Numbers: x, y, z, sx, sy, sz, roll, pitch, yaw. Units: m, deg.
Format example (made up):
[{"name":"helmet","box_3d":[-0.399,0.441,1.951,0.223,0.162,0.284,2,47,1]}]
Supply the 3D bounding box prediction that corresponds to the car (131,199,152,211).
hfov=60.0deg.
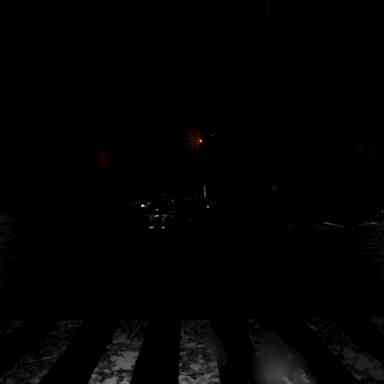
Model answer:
[{"name":"car","box_3d":[-6.229,1.557,41.322,2.008,1.369,4.403,0,0,-1]}]

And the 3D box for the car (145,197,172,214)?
[{"name":"car","box_3d":[-3.473,1.568,34.735,1.994,1.385,4.181,0,0,-2]}]

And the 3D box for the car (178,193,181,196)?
[{"name":"car","box_3d":[-3.859,1.512,66.966,2.128,1.511,4.902,0,0,0]}]

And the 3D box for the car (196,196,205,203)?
[{"name":"car","box_3d":[1.833,1.589,73.231,1.947,1.339,4.313,0,0,-1]}]

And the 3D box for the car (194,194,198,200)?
[{"name":"car","box_3d":[1.987,1.567,62.654,2.008,1.369,4.403,0,0,-1]}]

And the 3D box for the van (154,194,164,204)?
[{"name":"van","box_3d":[-6.599,1.360,66.717,1.690,1.788,3.998,0,0,-1]}]

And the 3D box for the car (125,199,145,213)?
[{"name":"car","box_3d":[-6.156,1.556,36.330,2.008,1.369,4.403,0,0,-1]}]

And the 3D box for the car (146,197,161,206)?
[{"name":"car","box_3d":[-6.441,1.578,55.892,1.947,1.339,4.313,0,0,-1]}]

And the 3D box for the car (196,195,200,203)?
[{"name":"car","box_3d":[2.131,1.561,52.783,2.008,1.369,4.403,0,0,-1]}]

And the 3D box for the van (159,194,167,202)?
[{"name":"van","box_3d":[-6.757,1.368,77.543,1.690,1.788,3.998,0,0,-1]}]

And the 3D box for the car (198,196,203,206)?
[{"name":"car","box_3d":[2.210,1.553,47.339,1.887,1.381,4.507,0,0,-1]}]

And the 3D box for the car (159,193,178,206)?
[{"name":"car","box_3d":[-3.733,1.363,53.704,2.097,1.767,4.553,0,0,-1]}]

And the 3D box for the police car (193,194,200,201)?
[{"name":"police car","box_3d":[1.185,1.462,90.628,1.930,1.638,5.238,0,0,-1]}]

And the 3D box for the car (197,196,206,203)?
[{"name":"car","box_3d":[1.907,1.545,68.112,1.752,1.417,4.829,0,0,-1]}]

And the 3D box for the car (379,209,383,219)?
[{"name":"car","box_3d":[14.625,1.303,21.105,4.718,1.301,1.895,-1,0,-1]}]

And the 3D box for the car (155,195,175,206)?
[{"name":"car","box_3d":[-3.593,1.485,43.548,1.882,1.535,5.008,0,0,-1]}]

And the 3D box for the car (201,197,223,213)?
[{"name":"car","box_3d":[2.369,1.555,36.451,2.008,1.369,4.403,0,0,-1]}]

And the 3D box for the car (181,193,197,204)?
[{"name":"car","box_3d":[-0.706,1.509,64.903,2.128,1.511,4.902,0,0,-1]}]
